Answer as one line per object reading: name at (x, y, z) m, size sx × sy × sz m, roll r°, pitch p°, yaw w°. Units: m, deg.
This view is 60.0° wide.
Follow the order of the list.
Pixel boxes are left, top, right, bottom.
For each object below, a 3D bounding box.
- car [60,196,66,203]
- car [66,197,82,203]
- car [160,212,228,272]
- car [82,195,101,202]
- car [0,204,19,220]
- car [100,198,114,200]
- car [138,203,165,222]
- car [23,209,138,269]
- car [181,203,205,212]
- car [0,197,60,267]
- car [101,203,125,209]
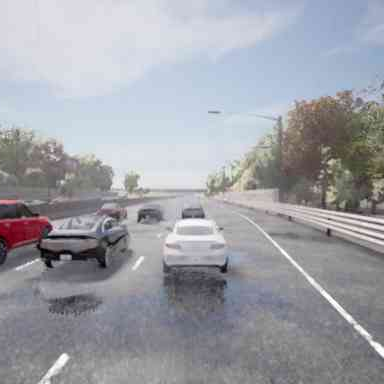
car at (-28.000, 1.734, 70.789) m, size 2.097 × 1.767 × 4.553 m, roll 0°, pitch 0°, yaw 0°
car at (-24.500, 1.879, 70.758) m, size 1.837 × 1.490 × 4.892 m, roll 0°, pitch 0°, yaw 0°
car at (0.096, 1.591, 10.888) m, size 1.812 × 1.442 × 4.674 m, roll 0°, pitch 0°, yaw 0°
car at (-21.000, 1.572, 71.145) m, size 2.150 × 2.045 × 5.566 m, roll 0°, pitch 0°, yaw 0°
car at (-17.597, 1.783, 29.548) m, size 1.895 × 1.301 × 4.718 m, roll 0°, pitch 0°, yaw 0°
car at (-17.500, 1.904, 70.758) m, size 1.812 × 1.442 × 4.674 m, roll 0°, pitch 0°, yaw 0°
car at (-3.402, 1.678, 28.058) m, size 1.837 × 1.490 × 4.892 m, roll 0°, pitch 0°, yaw 0°
car at (-3.403, 1.561, 11.392) m, size 2.128 × 1.511 × 4.902 m, roll 0°, pitch 0°, yaw 0°
car at (0.098, 1.665, 27.990) m, size 2.128 × 1.511 × 4.902 m, roll 0°, pitch 0°, yaw 0°
car at (-6.902, 1.291, 11.658) m, size 2.150 × 2.045 × 5.566 m, roll 0°, pitch 0°, yaw 0°
car at (-6.901, 1.705, 29.013) m, size 1.812 × 1.442 × 4.674 m, roll 0°, pitch 0°, yaw 0°
